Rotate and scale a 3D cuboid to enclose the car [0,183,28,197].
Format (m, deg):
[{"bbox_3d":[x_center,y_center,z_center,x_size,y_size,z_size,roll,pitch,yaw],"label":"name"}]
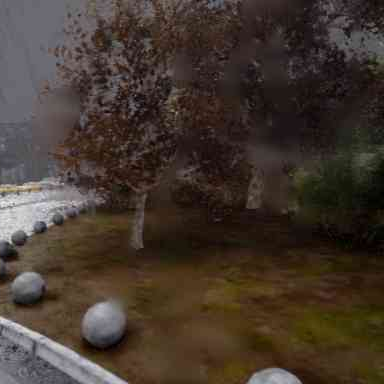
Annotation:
[{"bbox_3d":[-24.356,-0.305,43.635,1.946,1.575,5.366,-1,4,5],"label":"car"}]

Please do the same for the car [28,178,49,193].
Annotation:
[{"bbox_3d":[-23.879,-0.714,49.124,1.946,1.575,5.366,-1,4,5],"label":"car"}]

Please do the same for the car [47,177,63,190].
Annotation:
[{"bbox_3d":[-23.381,-1.391,54.877,2.435,2.045,5.566,-1,4,5],"label":"car"}]
